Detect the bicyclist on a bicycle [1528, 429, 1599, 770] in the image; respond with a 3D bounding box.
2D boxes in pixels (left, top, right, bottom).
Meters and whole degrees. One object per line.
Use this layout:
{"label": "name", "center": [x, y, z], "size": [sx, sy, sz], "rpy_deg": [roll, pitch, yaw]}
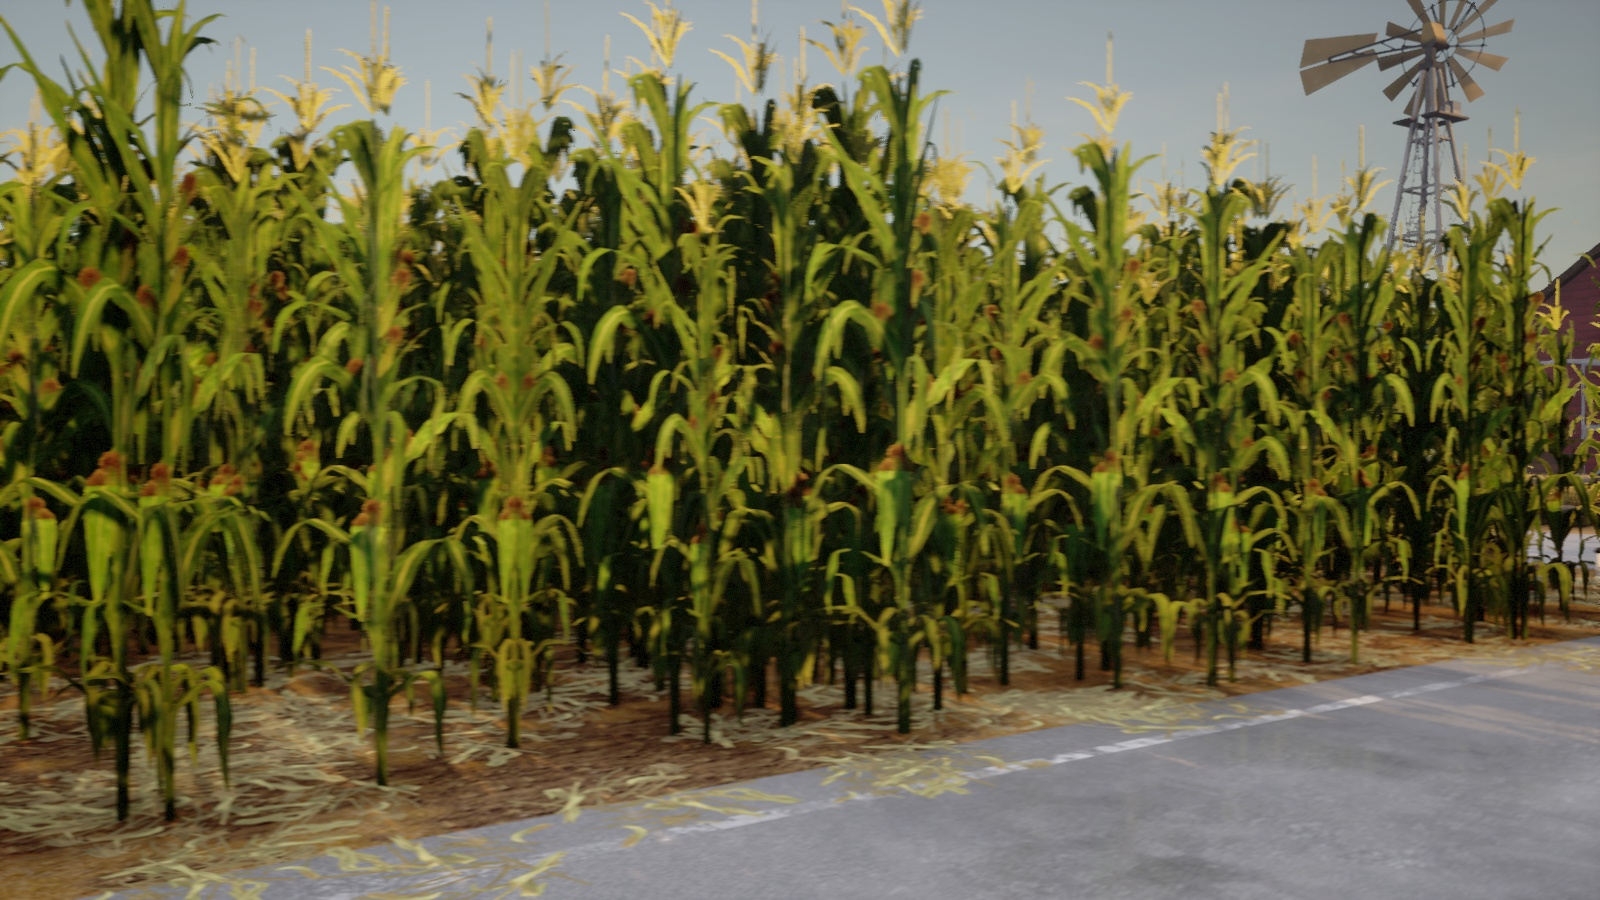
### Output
{"label": "bicyclist on a bicycle", "center": [4.447, 0.704, 6.460], "size": [1.656, 1.620, 0.582], "rpy_deg": [0, 0, -36]}
